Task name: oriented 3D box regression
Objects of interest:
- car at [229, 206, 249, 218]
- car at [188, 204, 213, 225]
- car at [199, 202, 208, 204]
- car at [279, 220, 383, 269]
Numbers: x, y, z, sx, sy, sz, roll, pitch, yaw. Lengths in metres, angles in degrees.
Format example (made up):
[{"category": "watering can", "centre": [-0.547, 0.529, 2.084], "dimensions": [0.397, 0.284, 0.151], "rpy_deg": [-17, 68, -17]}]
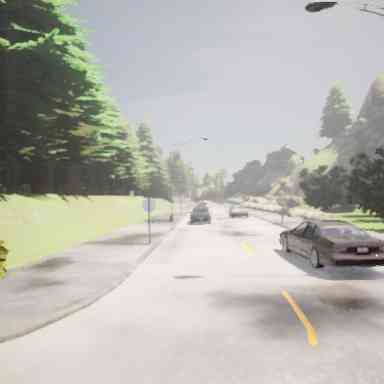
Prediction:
[{"category": "car", "centre": [5.304, 2.235, 38.287], "dimensions": [1.895, 1.301, 4.718], "rpy_deg": [-1, -1, 2]}, {"category": "car", "centre": [0.813, 2.073, 29.852], "dimensions": [1.837, 1.490, 4.892], "rpy_deg": [-1, -1, 2]}, {"category": "car", "centre": [2.232, 2.759, 68.336], "dimensions": [1.882, 1.535, 5.008], "rpy_deg": [-1, -1, 2]}, {"category": "car", "centre": [4.614, 1.680, 11.586], "dimensions": [2.033, 1.411, 5.357], "rpy_deg": [-1, -1, -1]}]
